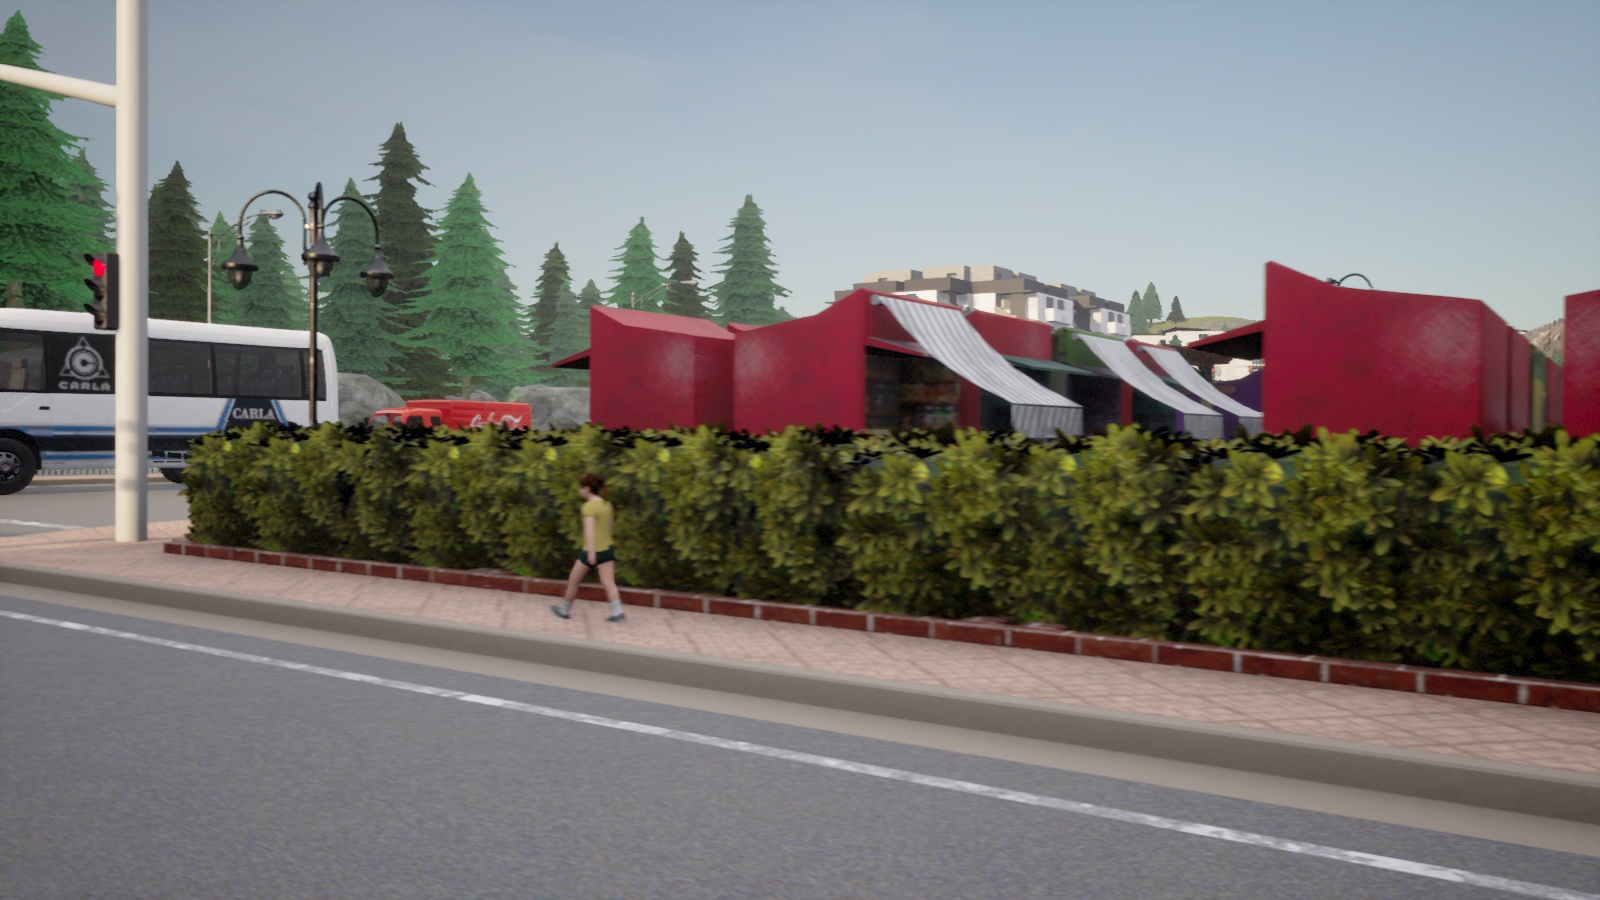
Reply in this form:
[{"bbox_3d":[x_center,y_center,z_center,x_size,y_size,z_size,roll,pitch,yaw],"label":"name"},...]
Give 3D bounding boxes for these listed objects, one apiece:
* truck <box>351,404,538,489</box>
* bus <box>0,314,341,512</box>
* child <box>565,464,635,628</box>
[{"bbox_3d":[-11.110,-0.137,39.613,2.627,2.467,5.204,0,1,34],"label":"truck"},{"bbox_3d":[-16.981,-0.858,30.916,3.944,4.253,10.273,0,1,34],"label":"bus"},{"bbox_3d":[-1.394,0.658,8.759,0.394,1.110,0.255,0,1,31],"label":"child"}]
